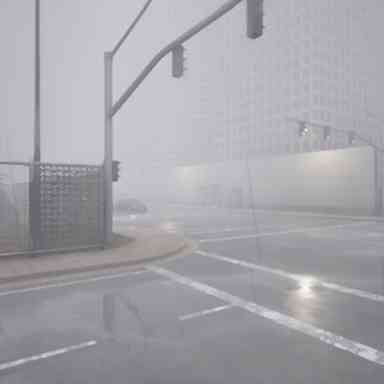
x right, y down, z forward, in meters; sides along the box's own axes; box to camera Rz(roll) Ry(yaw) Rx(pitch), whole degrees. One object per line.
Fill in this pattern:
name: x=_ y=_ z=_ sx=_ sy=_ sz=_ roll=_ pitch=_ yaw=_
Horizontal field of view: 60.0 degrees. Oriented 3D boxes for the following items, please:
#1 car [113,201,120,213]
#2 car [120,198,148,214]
car: x=-9.204 y=1.425 z=32.437 sx=2.128 sy=1.511 sz=4.902 roll=0 pitch=0 yaw=-35
car: x=-6.271 y=1.434 z=34.352 sx=1.837 sy=1.490 sz=4.892 roll=0 pitch=0 yaw=-35
